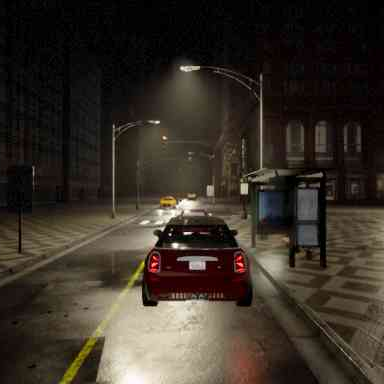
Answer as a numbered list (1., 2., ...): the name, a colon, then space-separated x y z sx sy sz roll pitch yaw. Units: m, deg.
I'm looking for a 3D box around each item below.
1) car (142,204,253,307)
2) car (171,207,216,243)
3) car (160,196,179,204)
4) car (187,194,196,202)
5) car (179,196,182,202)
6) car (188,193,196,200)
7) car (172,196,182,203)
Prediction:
1. car: 0.094 1.352 8.148 2.097 1.767 4.553 0 0 0
2. car: 0.083 1.557 16.791 1.994 1.385 4.181 0 0 0
3. car: -3.118 1.419 44.021 1.882 1.535 5.008 0 0 1
4. car: -0.056 1.438 74.382 1.895 1.301 4.718 0 0 0
5. car: -3.124 1.415 55.927 1.837 1.490 4.892 0 0 0
6. car: -0.063 1.122 84.356 1.882 1.535 5.008 0 0 0
7. car: -3.052 1.465 69.500 1.895 1.301 4.718 0 0 0
